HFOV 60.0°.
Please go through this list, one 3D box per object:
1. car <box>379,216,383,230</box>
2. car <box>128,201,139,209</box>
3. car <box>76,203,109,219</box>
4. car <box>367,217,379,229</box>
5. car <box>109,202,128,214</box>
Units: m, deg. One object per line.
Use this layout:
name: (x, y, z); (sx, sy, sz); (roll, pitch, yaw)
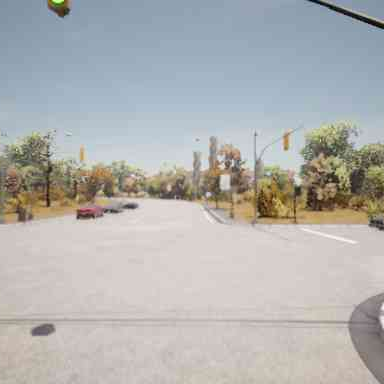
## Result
car: (13.362, 1.856, 18.398); (4.718, 1.301, 1.895); (0, -1, -6)
car: (-10.557, 2.282, 58.218); (1.895, 1.301, 4.718); (0, 0, 1)
car: (-10.609, 1.956, 35.067); (1.882, 1.535, 5.008); (0, -1, 0)
car: (14.598, 1.852, 21.976); (5.357, 1.411, 2.033); (0, -1, -3)
car: (-10.610, 2.156, 45.471); (2.033, 1.411, 5.357); (0, -1, 0)
